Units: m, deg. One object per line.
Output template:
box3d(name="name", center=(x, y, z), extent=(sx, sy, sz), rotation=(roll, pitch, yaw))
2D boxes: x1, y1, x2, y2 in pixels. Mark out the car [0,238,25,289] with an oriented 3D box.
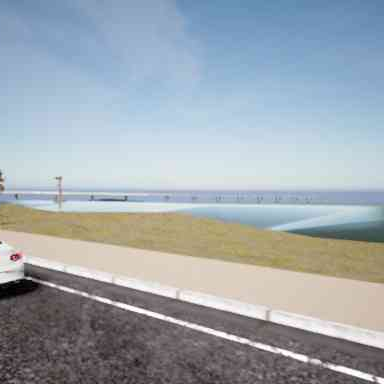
box3d(name="car", center=(-5.729, 1.498, 7.766), extent=(4.674, 1.442, 1.812), rotation=(0, 0, 35))
